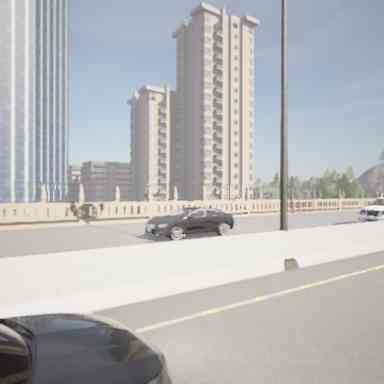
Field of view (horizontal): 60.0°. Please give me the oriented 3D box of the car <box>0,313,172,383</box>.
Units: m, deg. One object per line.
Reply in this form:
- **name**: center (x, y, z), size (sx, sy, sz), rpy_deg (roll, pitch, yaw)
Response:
- **car**: center (-2.398, 1.502, 2.036), size (4.892, 1.490, 1.837), rpy_deg (0, 0, -36)

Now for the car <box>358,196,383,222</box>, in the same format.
- **car**: center (13.344, 1.299, 22.112), size (5.566, 2.045, 2.150), rpy_deg (0, 0, -36)

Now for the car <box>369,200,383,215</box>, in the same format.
- **car**: center (21.738, 1.657, 36.700), size (4.892, 1.490, 1.837), rpy_deg (0, 0, -36)

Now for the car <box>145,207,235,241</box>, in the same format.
- **car**: center (0.005, 1.517, 16.895), size (4.902, 1.511, 2.128), rpy_deg (0, 0, -35)
